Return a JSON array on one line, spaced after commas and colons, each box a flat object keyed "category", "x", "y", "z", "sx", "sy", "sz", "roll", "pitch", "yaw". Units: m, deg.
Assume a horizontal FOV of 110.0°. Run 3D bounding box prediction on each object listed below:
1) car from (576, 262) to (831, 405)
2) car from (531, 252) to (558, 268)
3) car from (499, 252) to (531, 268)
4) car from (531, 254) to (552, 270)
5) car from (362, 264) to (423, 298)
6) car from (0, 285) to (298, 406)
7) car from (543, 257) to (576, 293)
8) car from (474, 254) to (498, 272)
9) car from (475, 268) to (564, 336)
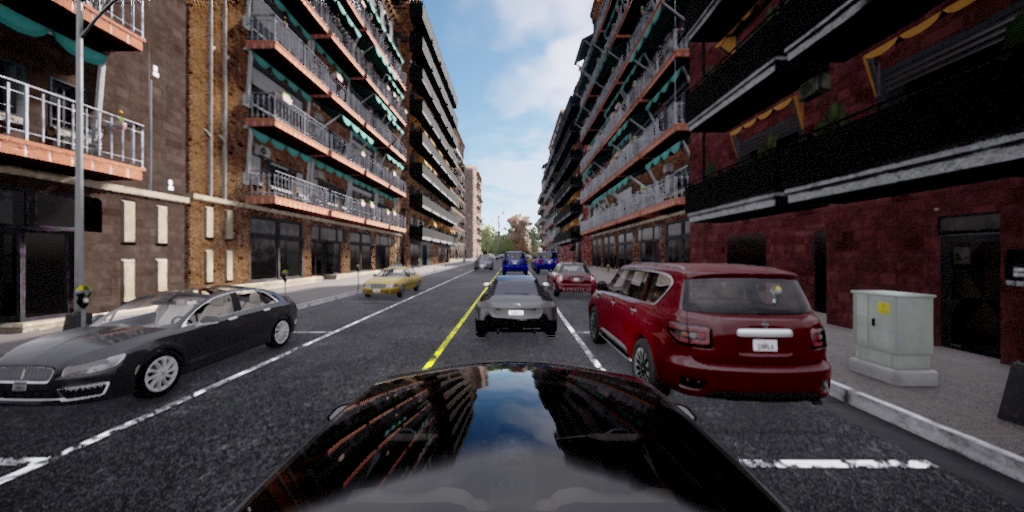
[{"category": "car", "x": 2.713, "y": 1.011, "z": 6.240, "sx": 2.192, "sy": 1.841, "sz": 5.009, "roll": 0, "pitch": 0, "yaw": 0}, {"category": "car", "x": 3.282, "y": 0.605, "z": 34.084, "sx": 2.150, "sy": 2.045, "sz": 5.566, "roll": 0, "pitch": 1, "yaw": 0}, {"category": "car", "x": 0.254, "y": 0.630, "z": 31.333, "sx": 2.150, "sy": 2.045, "sz": 5.566, "roll": 0, "pitch": 1, "yaw": 0}, {"category": "car", "x": 3.326, "y": 0.650, "z": 41.026, "sx": 2.097, "sy": 1.767, "sz": 4.553, "roll": 0, "pitch": 1, "yaw": 0}, {"category": "car", "x": -5.607, "y": 1.094, "z": 17.285, "sx": 1.751, "sy": 1.417, "sz": 4.829, "roll": 0, "pitch": 0, "yaw": 0}, {"category": "car", "x": -5.667, "y": 1.248, "z": 6.320, "sx": 2.007, "sy": 1.370, "sz": 4.403, "roll": 0, "pitch": 0, "yaw": 0}, {"category": "car", "x": 2.774, "y": 1.008, "z": 17.375, "sx": 1.967, "sy": 1.591, "sz": 4.097, "roll": 0, "pitch": 0, "yaw": 0}, {"category": "car", "x": -2.901, "y": 0.828, "z": 37.661, "sx": 2.128, "sy": 1.511, "sz": 4.902, "roll": 0, "pitch": 1, "yaw": 0}, {"category": "car", "x": 0.116, "y": 1.218, "z": 10.047, "sx": 1.994, "sy": 1.385, "sz": 4.181, "roll": 0, "pitch": 1, "yaw": 1}]
